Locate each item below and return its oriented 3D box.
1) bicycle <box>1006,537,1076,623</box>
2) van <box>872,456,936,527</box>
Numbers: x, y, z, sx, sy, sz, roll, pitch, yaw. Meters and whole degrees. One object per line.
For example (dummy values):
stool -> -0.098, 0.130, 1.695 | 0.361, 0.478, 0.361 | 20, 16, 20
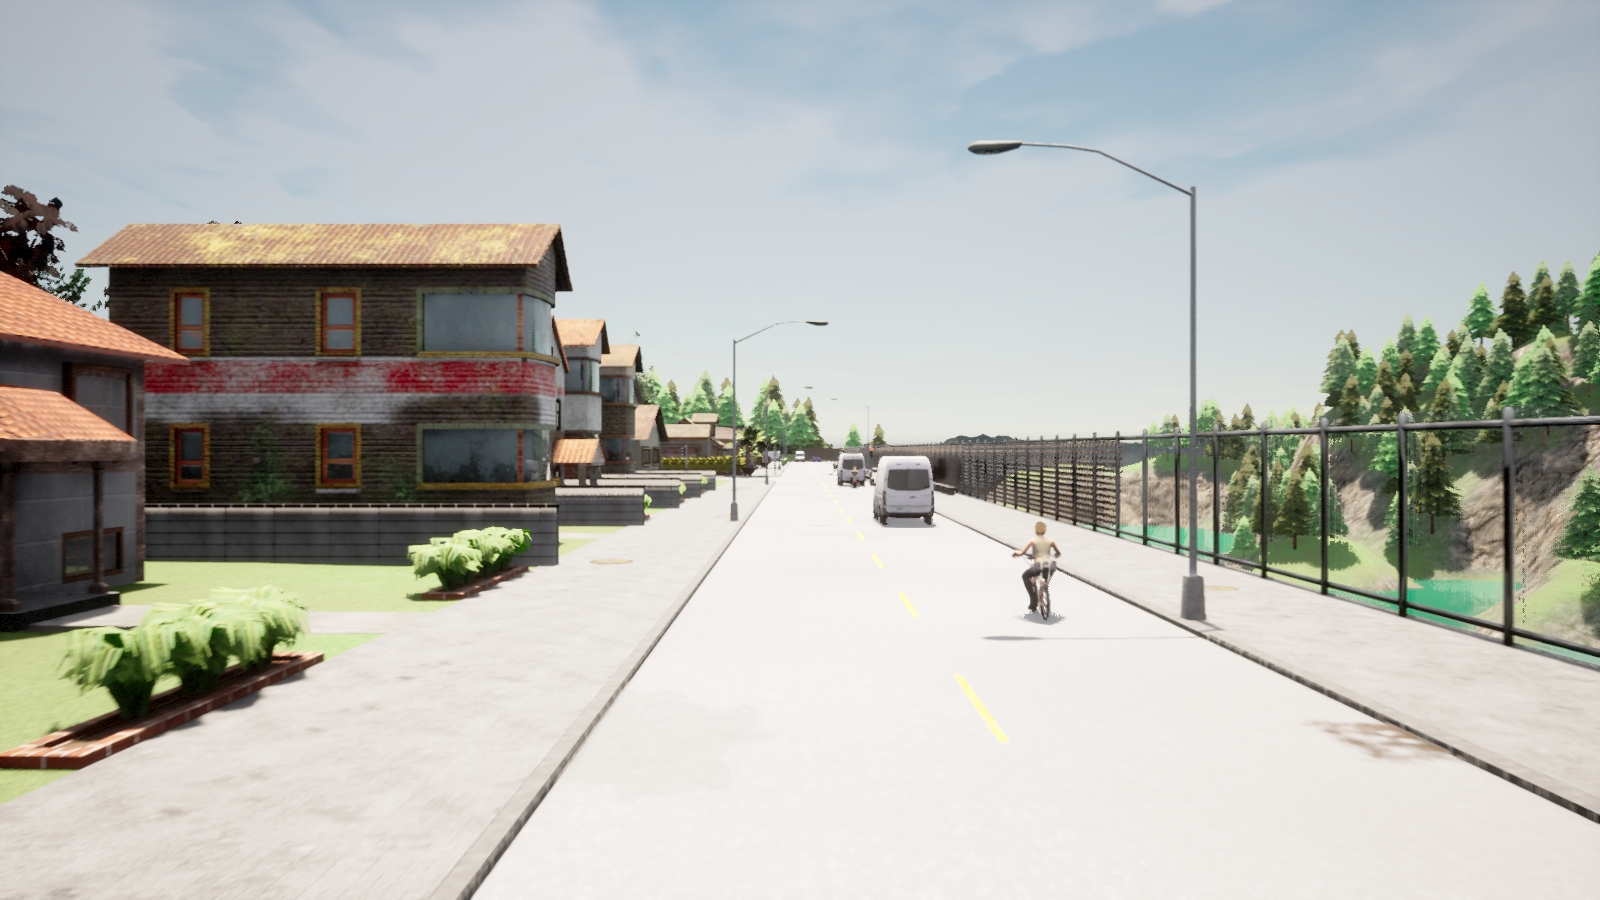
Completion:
bicycle -> 4.016, 2.158, 19.180 | 0.859, 1.276, 1.487 | 0, 0, 0
van -> 3.997, 1.534, 44.953 | 1.988, 2.561, 5.915 | 0, 0, 0
